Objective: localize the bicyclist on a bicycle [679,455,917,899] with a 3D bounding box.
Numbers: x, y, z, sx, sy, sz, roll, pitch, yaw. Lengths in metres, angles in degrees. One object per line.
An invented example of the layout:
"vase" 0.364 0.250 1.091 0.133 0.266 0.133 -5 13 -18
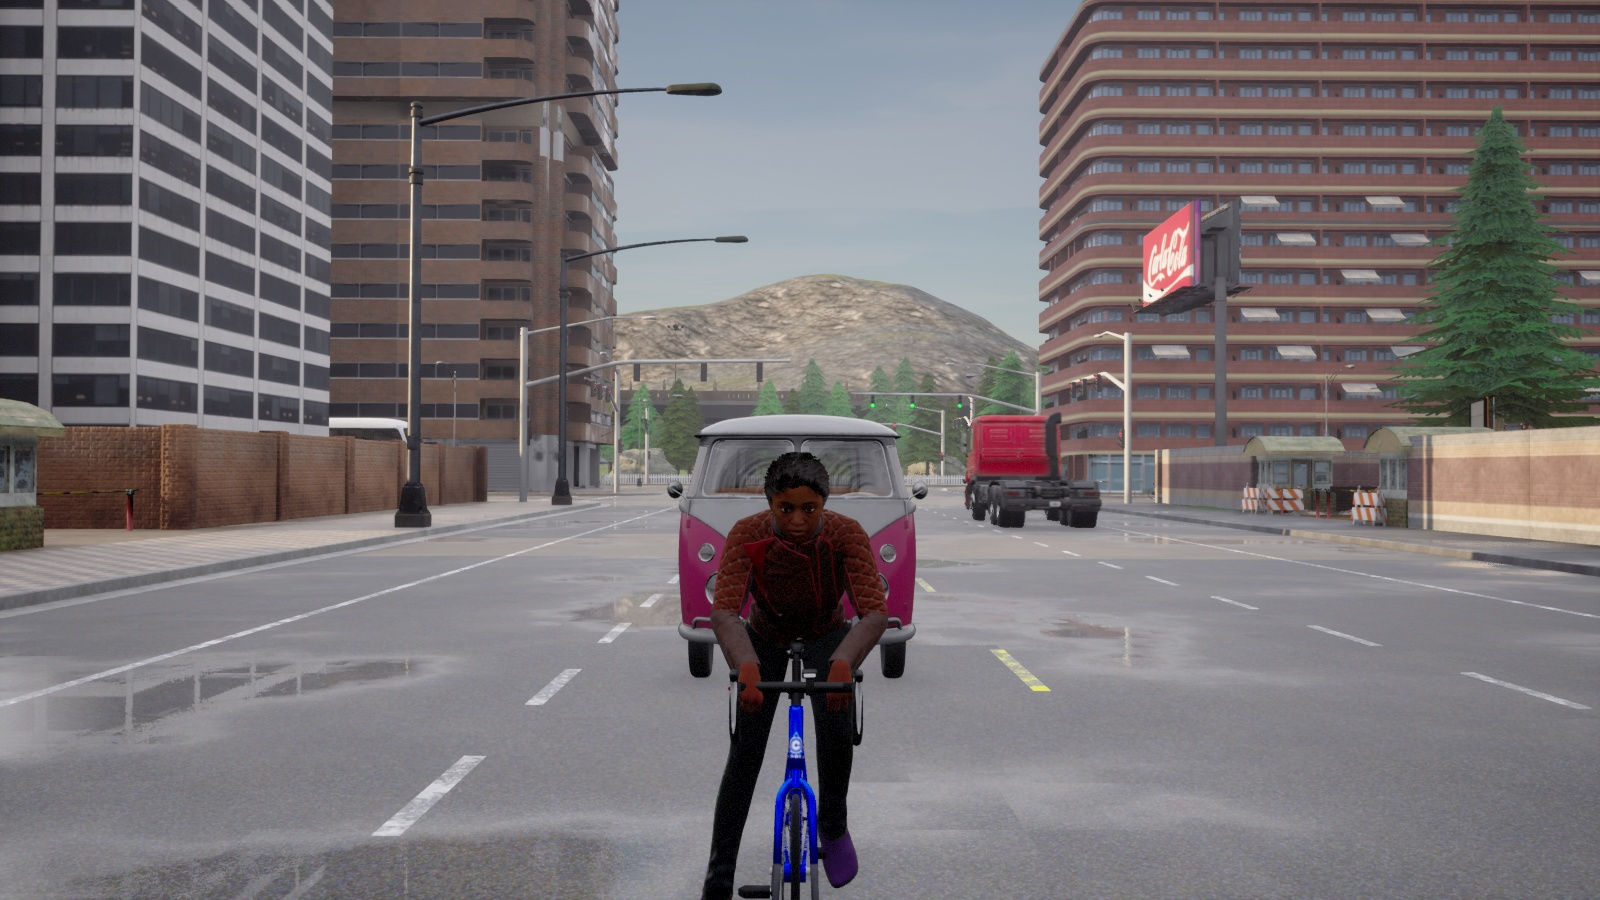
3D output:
"bicyclist on a bicycle" -0.005 0.833 3.919 0.582 1.620 1.656 0 -1 0

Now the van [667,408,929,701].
"van" -0.015 0.748 10.772 1.775 1.987 4.442 0 -1 0

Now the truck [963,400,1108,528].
"truck" 6.944 0.445 38.238 2.891 3.462 7.936 0 -1 0

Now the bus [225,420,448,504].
"bus" -24.146 0.639 65.914 10.273 4.253 3.944 0 -1 0
